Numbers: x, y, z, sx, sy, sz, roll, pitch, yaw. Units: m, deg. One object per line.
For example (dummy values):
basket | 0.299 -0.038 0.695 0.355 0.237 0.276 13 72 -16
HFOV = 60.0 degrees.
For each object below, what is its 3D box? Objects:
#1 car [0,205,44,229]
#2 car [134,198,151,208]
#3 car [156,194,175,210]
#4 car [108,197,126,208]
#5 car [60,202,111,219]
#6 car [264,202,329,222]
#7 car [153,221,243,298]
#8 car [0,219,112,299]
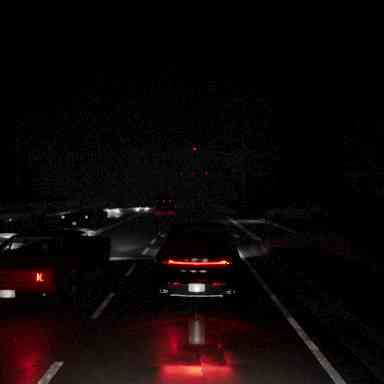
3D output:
car | -10.603 1.525 20.148 1.812 1.442 4.674 0 0 0
car | -7.062 1.564 48.188 1.994 1.385 4.181 0 0 1
car | -3.435 1.222 43.210 2.150 2.045 5.566 0 0 0
car | -10.576 1.492 46.740 2.128 1.511 4.902 0 0 0
car | -7.119 1.601 22.341 1.895 1.301 4.718 0 0 0
car | 7.814 1.488 25.002 4.674 1.442 1.812 0 0 0
car | 0.188 1.505 8.508 1.837 1.490 4.892 0 0 2
car | -3.420 1.601 8.394 1.895 1.301 4.718 0 0 0
